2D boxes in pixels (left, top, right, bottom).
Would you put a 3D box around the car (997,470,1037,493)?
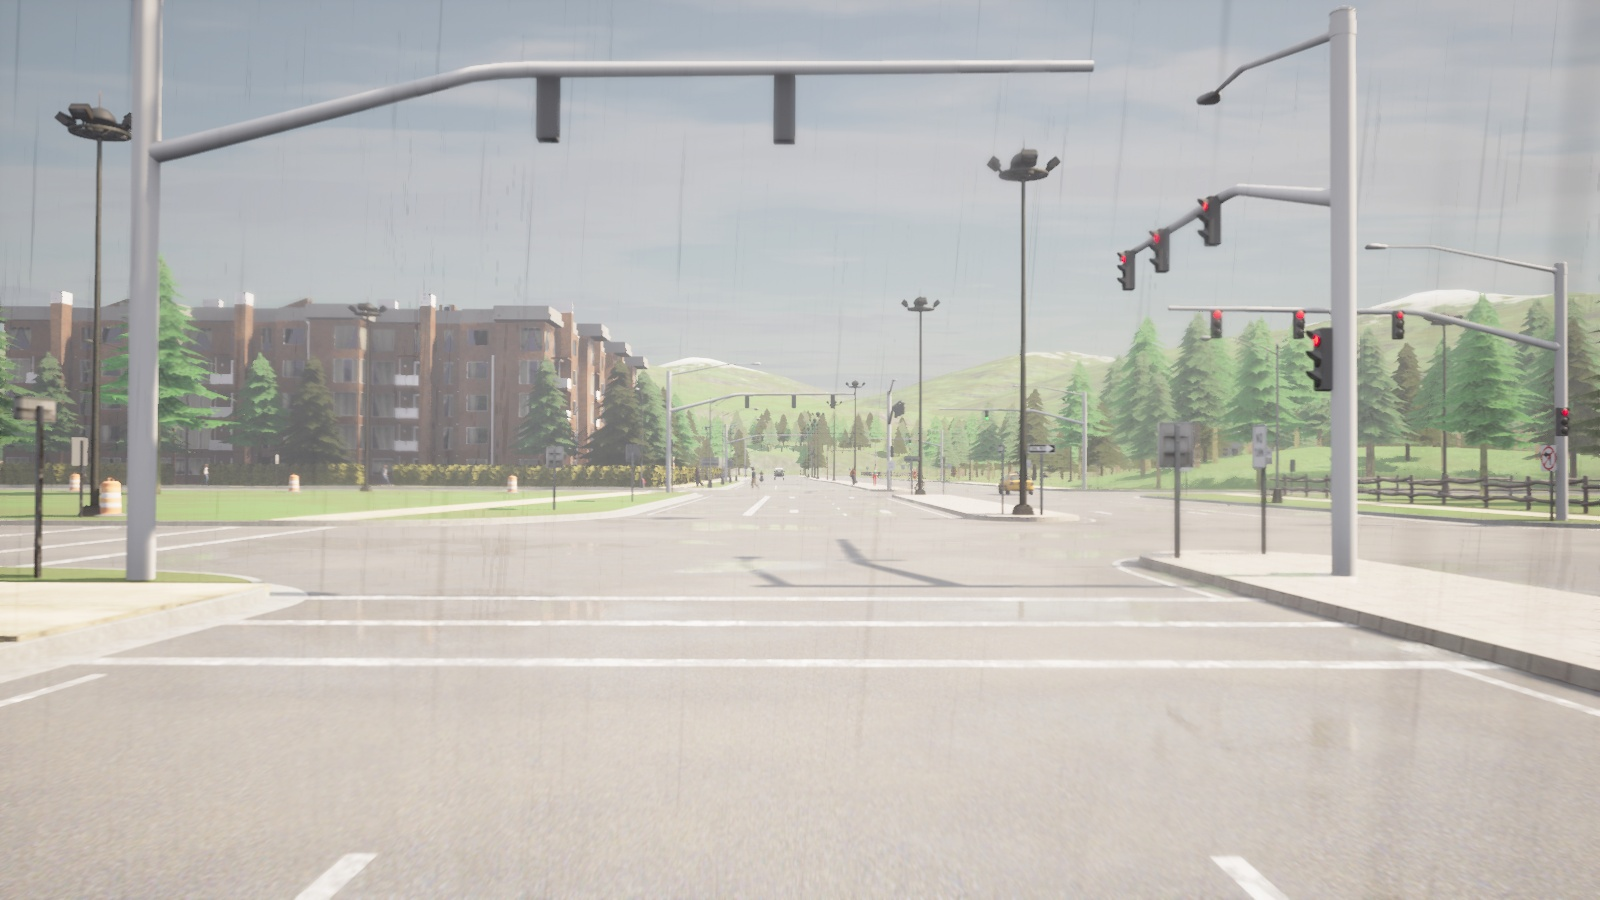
[{"bbox_3d":[14.791,2.134,86.002,1.801,1.575,5.366,0,-1,0],"label":"car"}]
